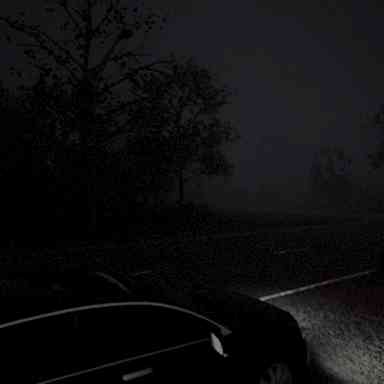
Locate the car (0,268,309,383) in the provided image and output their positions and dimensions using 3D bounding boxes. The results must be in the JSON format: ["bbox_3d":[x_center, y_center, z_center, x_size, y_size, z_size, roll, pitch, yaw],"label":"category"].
[{"bbox_3d":[-0.925,1.509,3.054,4.892,1.490,1.837,0,0,-36],"label":"car"}]

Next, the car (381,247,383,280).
[{"bbox_3d":[6.882,1.404,8.542,4.553,1.767,2.097,0,0,-35],"label":"car"}]
